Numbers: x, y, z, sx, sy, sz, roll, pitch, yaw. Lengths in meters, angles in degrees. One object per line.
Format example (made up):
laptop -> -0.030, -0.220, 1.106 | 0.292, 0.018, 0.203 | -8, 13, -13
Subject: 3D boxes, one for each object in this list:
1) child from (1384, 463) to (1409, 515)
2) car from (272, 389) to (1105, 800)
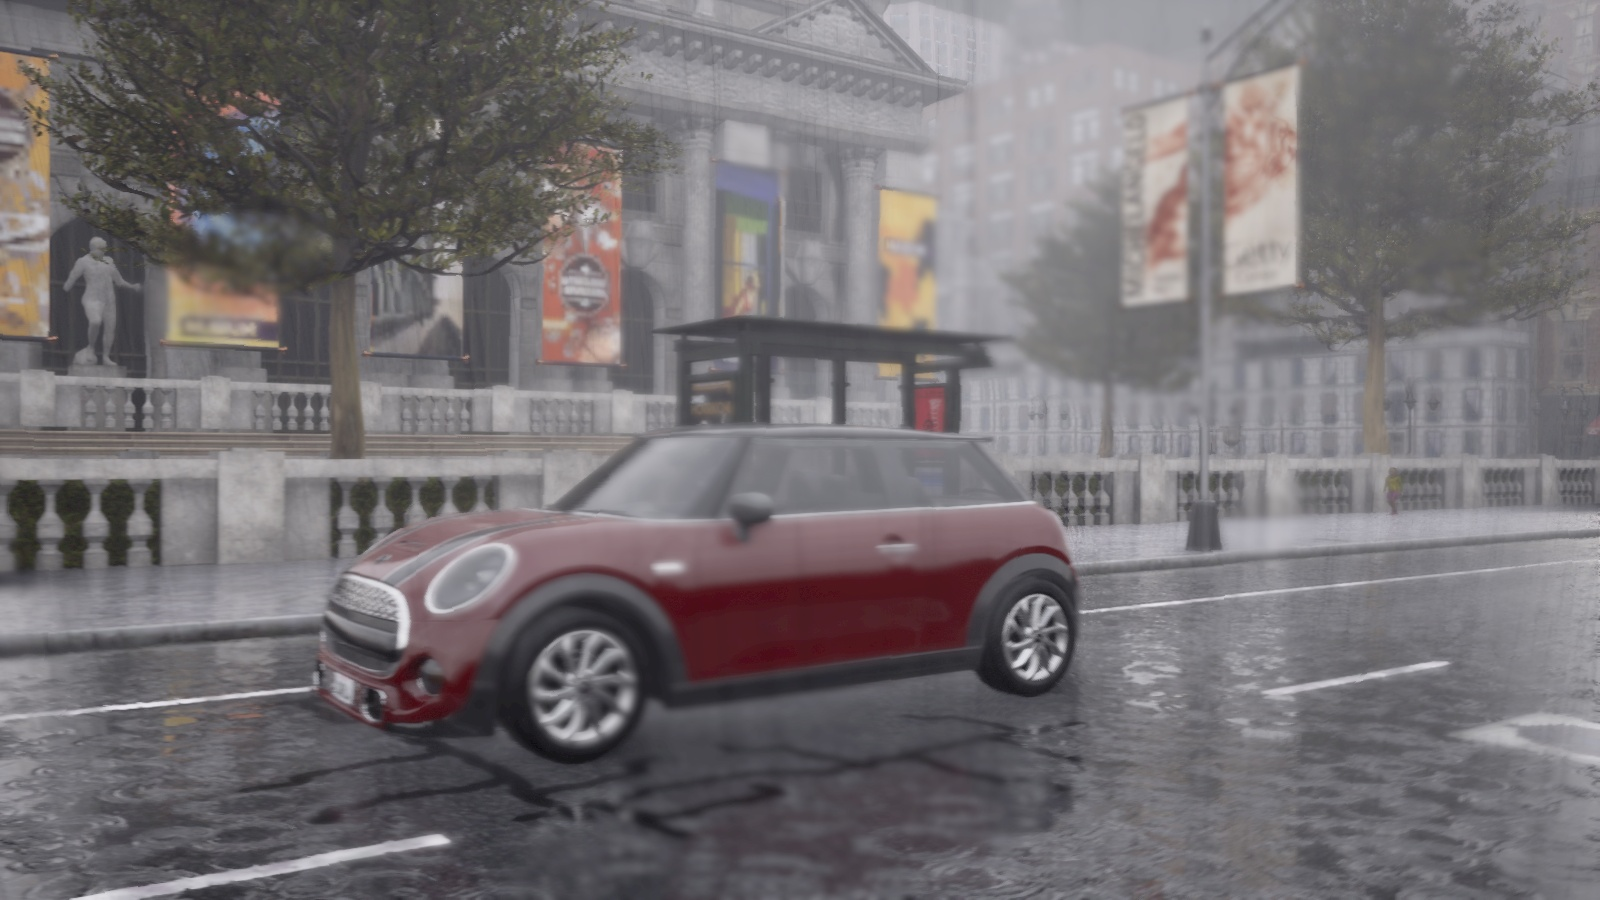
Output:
child -> 13.349, 0.865, 28.114 | 0.473, 1.160, 0.299 | 0, 0, -34
car -> -0.522, 0.630, 7.560 | 4.553, 1.767, 2.097 | 0, 0, -35
